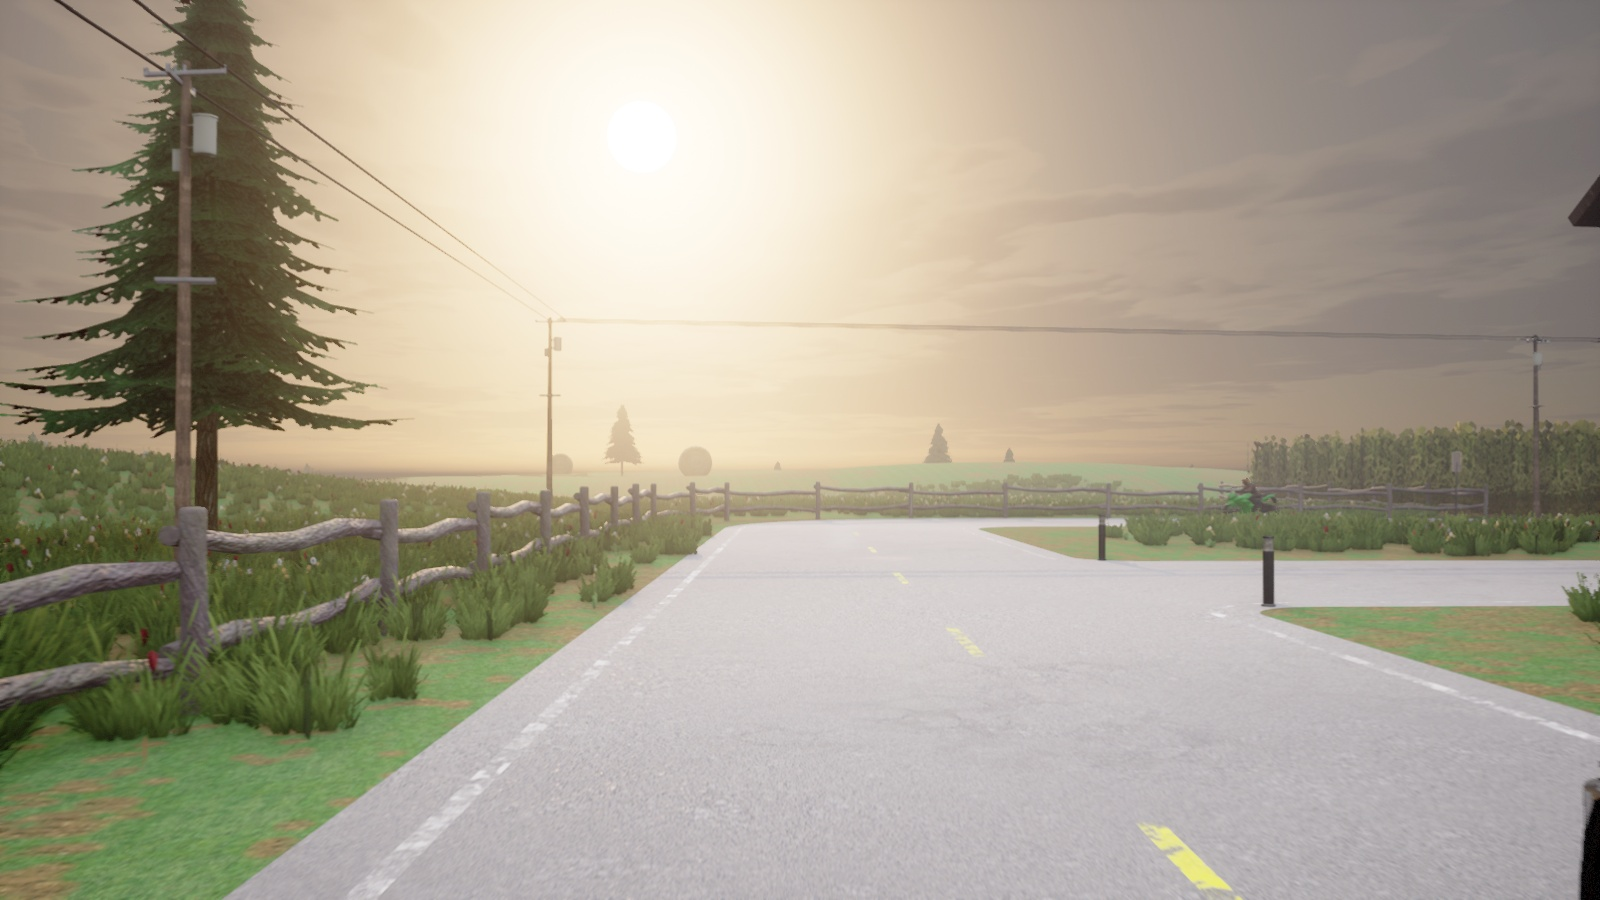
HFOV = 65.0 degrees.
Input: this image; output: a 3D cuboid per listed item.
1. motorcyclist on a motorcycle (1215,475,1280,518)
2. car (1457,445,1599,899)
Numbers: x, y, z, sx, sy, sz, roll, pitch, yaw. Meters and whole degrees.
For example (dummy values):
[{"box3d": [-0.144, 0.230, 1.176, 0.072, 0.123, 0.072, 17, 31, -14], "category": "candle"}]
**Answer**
[{"box3d": [16.095, 1.649, 45.159, 2.044, 1.523, 0.797, 0, -1, -6], "category": "motorcyclist on a motorcycle"}, {"box3d": [3.195, 0.772, 1.704, 2.033, 1.649, 4.856, 0, -1, 0], "category": "car"}]
